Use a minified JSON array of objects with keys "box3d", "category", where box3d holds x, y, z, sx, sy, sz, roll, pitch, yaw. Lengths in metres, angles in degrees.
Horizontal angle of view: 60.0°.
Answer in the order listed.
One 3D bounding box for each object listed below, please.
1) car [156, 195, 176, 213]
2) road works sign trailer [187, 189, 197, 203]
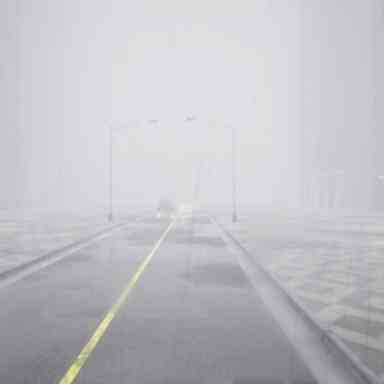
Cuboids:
[{"box3d":[-3.087,1.547,40.235,2.097,1.767,4.553,0,0,0],"category":"car"},{"box3d":[0.003,0.939,82.749,2.380,3.560,2.880,0,0,0],"category":"road works sign trailer"}]
